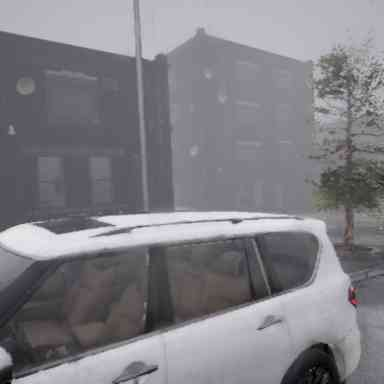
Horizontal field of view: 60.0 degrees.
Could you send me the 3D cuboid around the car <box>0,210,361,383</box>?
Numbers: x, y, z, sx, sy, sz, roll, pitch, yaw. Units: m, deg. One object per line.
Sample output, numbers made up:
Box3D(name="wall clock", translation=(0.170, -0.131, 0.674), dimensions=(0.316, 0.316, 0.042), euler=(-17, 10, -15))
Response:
Box3D(name="car", translation=(-0.831, 1.229, 2.783), dimensions=(5.566, 2.045, 2.150), euler=(1, 0, -35))
